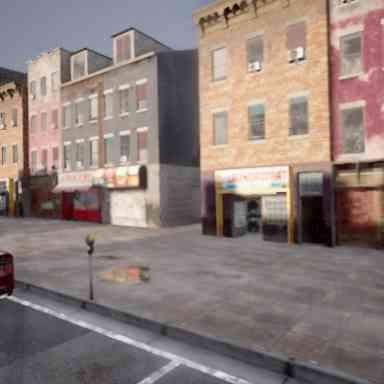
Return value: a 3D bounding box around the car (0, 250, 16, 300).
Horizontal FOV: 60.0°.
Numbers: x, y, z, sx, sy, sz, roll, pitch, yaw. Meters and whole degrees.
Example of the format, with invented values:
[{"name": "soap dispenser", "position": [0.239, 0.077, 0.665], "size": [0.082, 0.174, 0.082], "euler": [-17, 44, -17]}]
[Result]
[{"name": "car", "position": [-5.702, 1.476, 7.016], "size": [5.008, 1.535, 1.882], "euler": [0, 0, 36]}]
